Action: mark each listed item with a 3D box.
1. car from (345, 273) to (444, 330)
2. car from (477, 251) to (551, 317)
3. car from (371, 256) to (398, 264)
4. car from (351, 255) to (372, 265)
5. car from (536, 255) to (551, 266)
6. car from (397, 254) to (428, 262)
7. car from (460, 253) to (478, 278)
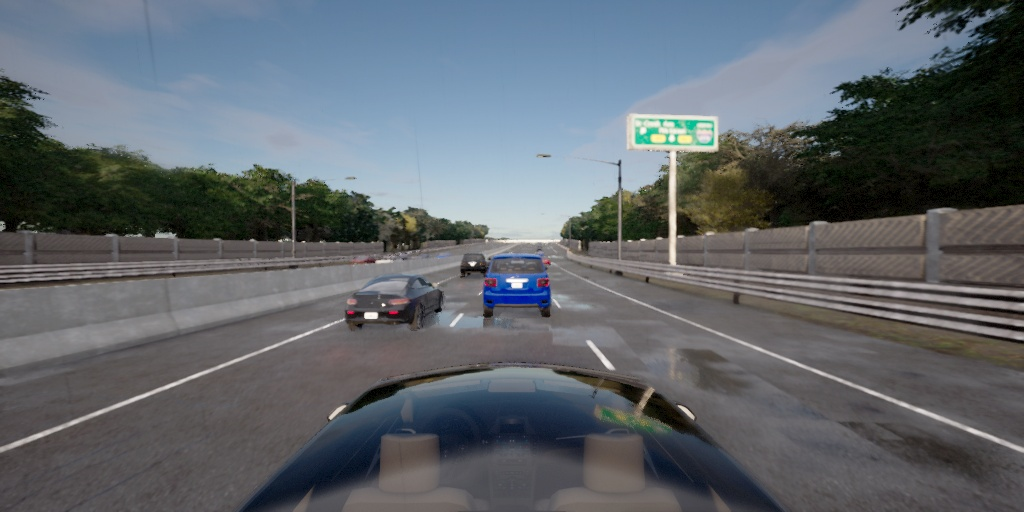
[{"bbox_3d":[-3.345,1.249,10.864,1.812,1.442,4.674,0,0,0],"label":"car"},{"bbox_3d":[0.175,0.932,13.183,2.150,2.045,5.566,0,0,1],"label":"car"},{"bbox_3d":[-16.621,0.818,48.233,1.895,1.301,4.718,0,1,3],"label":"car"},{"bbox_3d":[-20.083,0.679,48.965,1.882,1.535,5.008,0,1,3],"label":"car"},{"bbox_3d":[4.655,0.614,53.285,1.994,1.385,4.181,0,2,3],"label":"car"},{"bbox_3d":[-13.141,0.830,47.640,1.895,1.301,4.718,0,1,3],"label":"car"},{"bbox_3d":[-3.011,0.735,30.607,2.150,2.045,5.566,0,1,1],"label":"car"}]
